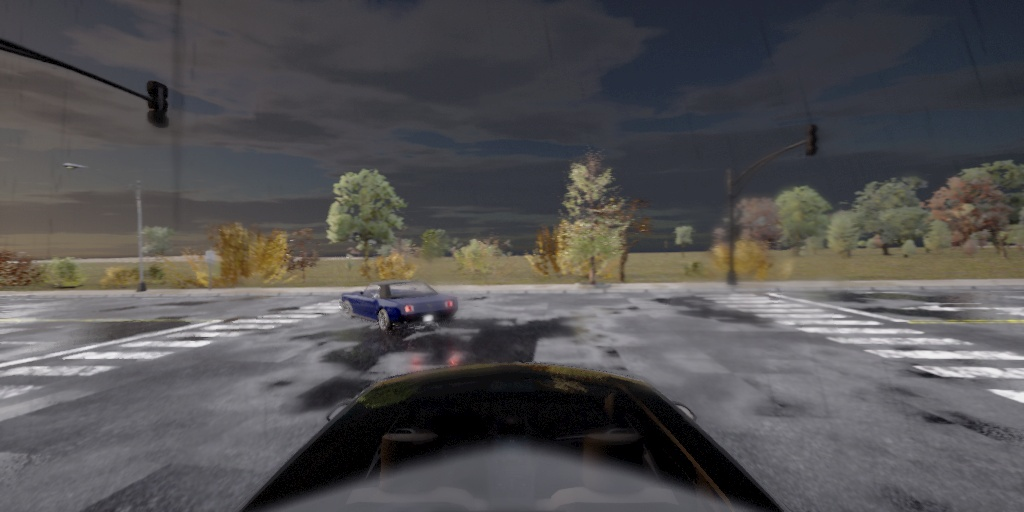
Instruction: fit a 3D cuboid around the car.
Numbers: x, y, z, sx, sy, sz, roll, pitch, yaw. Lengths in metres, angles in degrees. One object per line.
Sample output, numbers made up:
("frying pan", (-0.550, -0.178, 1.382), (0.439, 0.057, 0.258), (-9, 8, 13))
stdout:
("car", (-3.775, 1.433, 11.344), (1.895, 1.301, 4.718), (-1, 0, -43))
